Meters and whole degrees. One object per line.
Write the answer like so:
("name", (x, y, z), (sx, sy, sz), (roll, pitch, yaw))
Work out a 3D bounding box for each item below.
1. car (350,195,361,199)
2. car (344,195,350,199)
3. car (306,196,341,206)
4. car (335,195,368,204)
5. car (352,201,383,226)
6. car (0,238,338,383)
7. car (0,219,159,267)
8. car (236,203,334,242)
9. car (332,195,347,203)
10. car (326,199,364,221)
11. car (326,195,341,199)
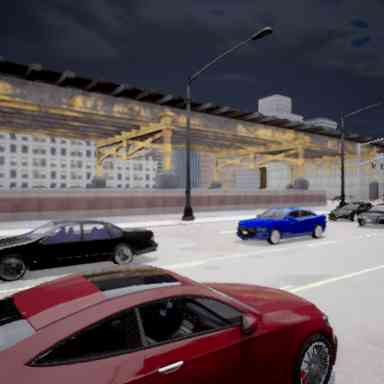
("car", (28.648, 1.191, 59.912), (4.536, 1.218, 1.853), (0, 0, -7))
("car", (24.789, 1.358, 56.160), (2.038, 1.542, 4.974), (0, 0, 18))
("car", (21.044, 1.366, 53.475), (4.974, 1.542, 2.038), (0, 0, 8))
("car", (28.700, 1.348, 59.919), (4.974, 1.542, 2.038), (0, 0, -7))
("car", (12.660, 1.485, 21.603), (4.674, 1.442, 1.812), (0, 0, -35))
("car", (-0.444, 1.523, 3.428), (4.674, 1.442, 1.812), (0, 0, -36))
("car", (-3.653, 1.543, 9.986), (5.357, 1.411, 2.033), (0, 0, -35))
("car", (4.289, 1.456, 15.645), (5.008, 1.535, 1.882), (0, 0, -36))
("car", (24.805, 1.200, 56.209), (1.853, 1.218, 4.536), (0, 0, 18))
("car", (12.581, 1.519, 25.738), (4.892, 1.490, 1.837), (0, 0, -35))
("car", (20.992, 1.209, 53.482), (4.536, 1.218, 1.853), (0, 0, 8))
